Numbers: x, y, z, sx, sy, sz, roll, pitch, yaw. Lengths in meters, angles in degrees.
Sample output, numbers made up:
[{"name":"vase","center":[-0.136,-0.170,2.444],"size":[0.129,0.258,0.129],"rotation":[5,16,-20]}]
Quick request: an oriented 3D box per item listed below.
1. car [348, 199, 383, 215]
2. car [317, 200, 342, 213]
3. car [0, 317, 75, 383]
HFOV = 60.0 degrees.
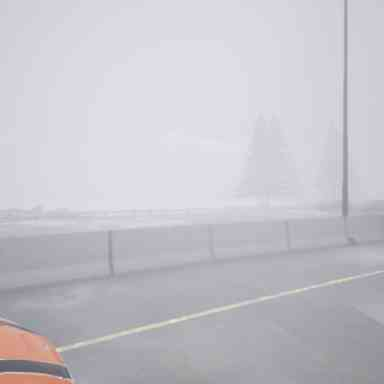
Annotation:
[{"name":"car","center":[18.143,1.489,33.471],"size":[4.674,1.442,1.812],"rotation":[0,0,-23]},{"name":"car","center":[15.758,1.515,36.246],"size":[4.181,1.385,1.994],"rotation":[0,0,-23]},{"name":"car","center":[-2.874,1.339,1.579],"size":[4.553,1.767,2.097],"rotation":[0,0,-36]}]
